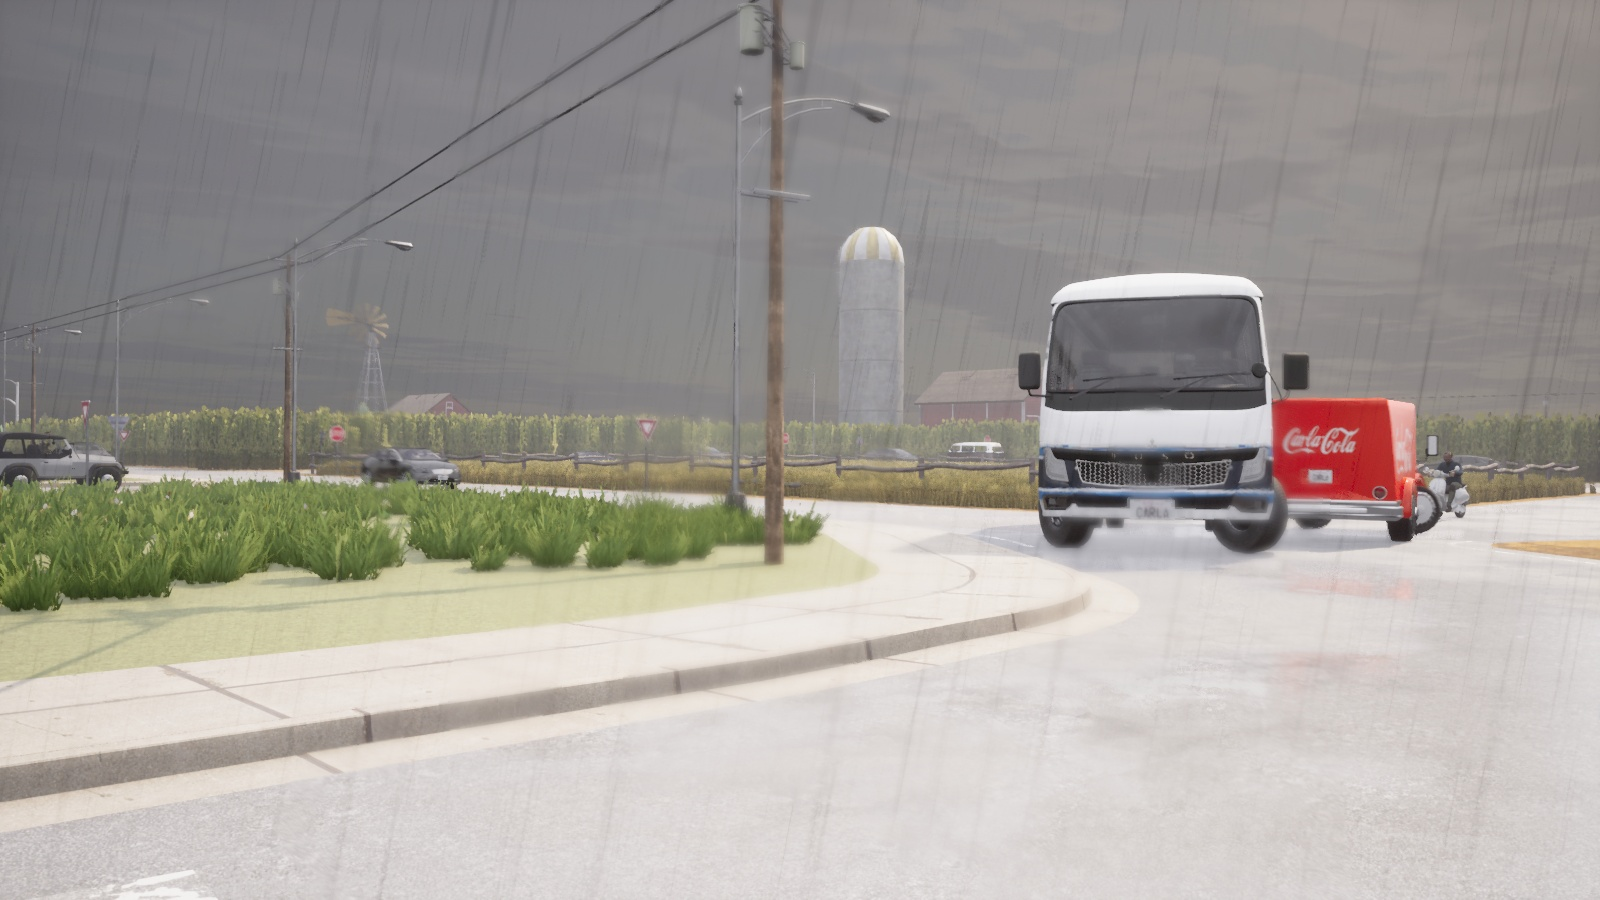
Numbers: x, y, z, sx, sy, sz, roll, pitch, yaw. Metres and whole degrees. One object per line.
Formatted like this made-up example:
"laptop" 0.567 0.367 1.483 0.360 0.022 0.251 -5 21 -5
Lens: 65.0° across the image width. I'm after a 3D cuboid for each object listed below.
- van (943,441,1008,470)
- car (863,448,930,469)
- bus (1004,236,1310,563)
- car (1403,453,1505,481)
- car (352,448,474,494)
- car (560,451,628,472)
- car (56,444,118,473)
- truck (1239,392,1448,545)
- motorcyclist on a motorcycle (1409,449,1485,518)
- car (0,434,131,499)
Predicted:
"van" 12.933 0.394 92.647 2.069 2.038 4.480 0 1 -42
"car" 7.246 0.609 94.273 4.892 1.490 1.837 1 0 43
"bus" 6.266 -0.626 21.790 3.944 4.253 10.273 0 0 17
"car" 35.634 0.903 68.440 4.892 1.490 1.837 0 1 30
"car" -13.564 0.679 43.810 2.128 1.511 4.902 0 0 -43
"car" -14.159 0.785 86.395 4.181 1.385 1.994 0 0 -43
"car" -42.699 0.485 75.120 2.242 1.667 4.611 0 0 -43
"truck" 10.138 0.302 23.154 2.627 2.467 5.204 0 0 34
"motorcyclist on a motorcycle" 15.276 0.766 29.638 1.817 1.590 0.866 0 0 -36
"car" -22.844 0.485 38.365 3.866 1.878 1.905 0 0 -44
